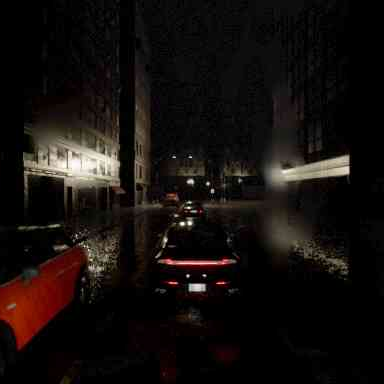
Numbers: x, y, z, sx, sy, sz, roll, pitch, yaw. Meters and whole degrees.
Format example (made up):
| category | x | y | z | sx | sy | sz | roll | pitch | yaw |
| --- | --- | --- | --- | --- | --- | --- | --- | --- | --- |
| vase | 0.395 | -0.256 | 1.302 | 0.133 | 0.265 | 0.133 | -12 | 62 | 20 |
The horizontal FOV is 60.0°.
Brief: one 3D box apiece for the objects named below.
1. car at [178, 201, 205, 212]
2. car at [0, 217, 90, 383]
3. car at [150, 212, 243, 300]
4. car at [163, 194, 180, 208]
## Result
| category | x | y | z | sx | sy | sz | roll | pitch | yaw |
| --- | --- | --- | --- | --- | --- | --- | --- | --- | --- |
| car | 0.121 | 1.549 | 28.127 | 2.033 | 1.411 | 5.357 | 0 | 0 | 0 |
| car | -3.097 | 1.352 | 4.810 | 2.097 | 1.767 | 4.553 | 0 | 0 | 0 |
| car | 0.102 | 1.492 | 8.366 | 2.128 | 1.511 | 4.902 | 0 | 0 | 0 |
| car | -2.965 | 1.326 | 48.177 | 2.150 | 2.045 | 5.566 | 0 | 0 | 0 |
